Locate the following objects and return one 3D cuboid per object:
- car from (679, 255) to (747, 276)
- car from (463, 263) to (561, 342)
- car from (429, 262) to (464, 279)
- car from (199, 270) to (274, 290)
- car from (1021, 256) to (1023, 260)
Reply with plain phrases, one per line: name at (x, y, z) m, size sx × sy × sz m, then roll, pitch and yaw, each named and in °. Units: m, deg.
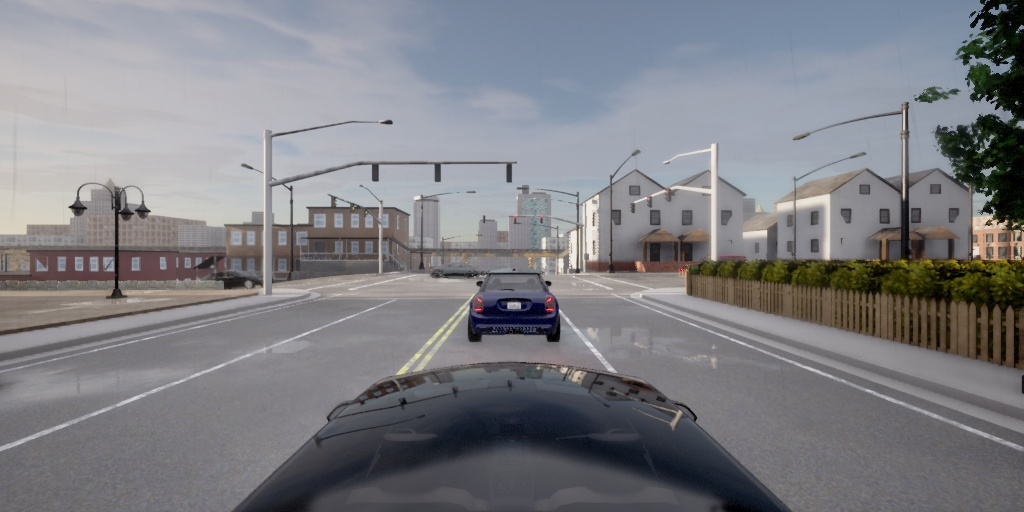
car at (17.543, 0.970, 31.068) m, size 5.566 × 2.045 × 2.150 m, roll 0°, pitch 0°, yaw -1°
car at (0.055, 1.102, 9.942) m, size 2.097 × 1.767 × 4.553 m, roll 0°, pitch 0°, yaw 0°
car at (-4.923, 1.245, 30.699) m, size 4.181 × 1.385 × 1.994 m, roll 0°, pitch 0°, yaw -1°
car at (-20.509, 1.789, 26.749) m, size 4.892 × 1.490 × 1.837 m, roll -5°, pitch 0°, yaw -1°
car at (42.784, 0.971, 27.774) m, size 5.566 × 2.045 × 2.150 m, roll 0°, pitch 0°, yaw -1°
